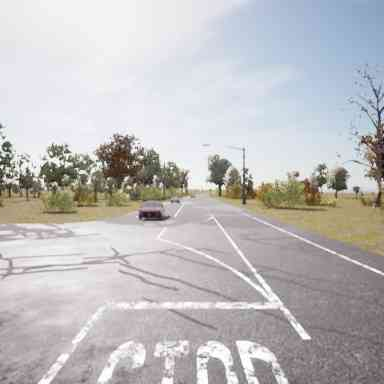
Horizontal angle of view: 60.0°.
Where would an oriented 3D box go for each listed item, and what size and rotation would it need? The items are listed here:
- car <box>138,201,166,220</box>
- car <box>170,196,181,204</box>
[{"bbox_3d":[-3.351,1.514,28.469,1.882,1.535,5.008,0,0,0],"label":"car"},{"bbox_3d":[-3.270,1.557,65.368,2.128,1.511,4.902,0,0,0],"label":"car"}]
